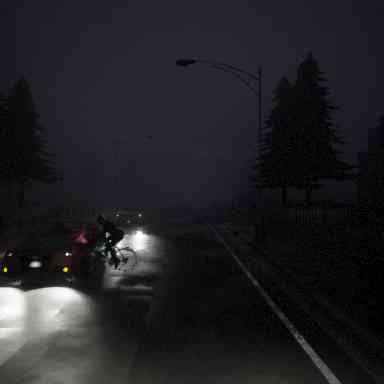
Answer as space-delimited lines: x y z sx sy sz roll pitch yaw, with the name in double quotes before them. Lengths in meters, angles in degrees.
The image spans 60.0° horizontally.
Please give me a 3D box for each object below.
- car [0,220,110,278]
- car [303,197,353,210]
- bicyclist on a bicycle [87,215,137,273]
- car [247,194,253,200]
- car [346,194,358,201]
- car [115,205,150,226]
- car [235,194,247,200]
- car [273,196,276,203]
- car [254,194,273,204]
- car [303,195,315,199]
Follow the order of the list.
"car" -3.825 1.563 10.014 1.994 1.385 4.181 0 0 -1
"car" 16.657 1.585 40.939 4.718 1.301 1.895 0 0 0
"bicyclist on a bicycle" -2.368 1.455 9.285 1.656 1.620 0.582 -2 1 -3
"car" 15.155 1.330 84.464 2.152 1.636 5.027 0 0 -1
"car" 37.118 1.298 77.109 2.007 1.523 4.514 0 0 -1
"car" -4.121 1.601 23.629 1.895 1.301 4.718 0 0 -1
"car" 12.019 1.339 84.360 2.007 1.523 4.514 0 0 -1
"car" 15.316 1.384 65.798 1.970 1.475 3.806 0 0 -1
"car" 12.458 1.373 58.329 1.845 1.501 3.633 0 0 -1
"car" 27.125 1.319 76.987 1.845 1.501 3.633 0 0 -1
